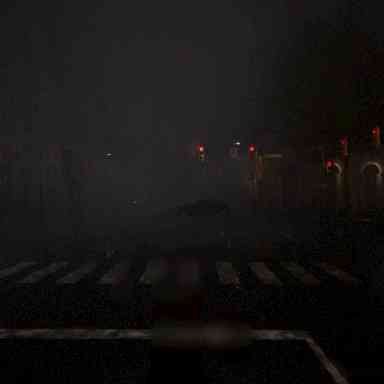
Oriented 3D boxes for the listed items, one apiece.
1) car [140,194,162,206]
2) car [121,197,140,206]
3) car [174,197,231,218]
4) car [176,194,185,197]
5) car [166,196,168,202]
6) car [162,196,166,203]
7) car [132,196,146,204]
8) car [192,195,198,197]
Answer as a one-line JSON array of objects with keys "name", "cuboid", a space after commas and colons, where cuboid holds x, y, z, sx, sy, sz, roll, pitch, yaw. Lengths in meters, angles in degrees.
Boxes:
[{"name": "car", "cuboid": [-6.688, 1.546, 54.193, 2.033, 1.411, 5.357, 0, 0, 1]}, {"name": "car", "cuboid": [-10.181, 1.546, 54.364, 2.033, 1.411, 5.357, 0, 0, 1]}, {"name": "car", "cuboid": [0.948, 1.477, 29.440, 5.008, 1.535, 1.882, 0, 0, 1]}, {"name": "car", "cuboid": [-2.773, 1.278, 78.653, 2.097, 1.767, 4.553, 0, 0, 1]}, {"name": "car", "cuboid": [-6.358, 1.594, 73.838, 1.895, 1.301, 4.718, 0, 0, 1]}, {"name": "car", "cuboid": [-6.581, 1.524, 63.782, 1.812, 1.442, 4.674, 0, 0, 1]}, {"name": "car", "cuboid": [-10.084, 1.563, 63.595, 1.994, 1.385, 4.181, 0, 0, 1]}, {"name": "car", "cuboid": [0.727, 1.448, 78.623, 2.128, 1.511, 4.902, 0, 0, 1]}]
